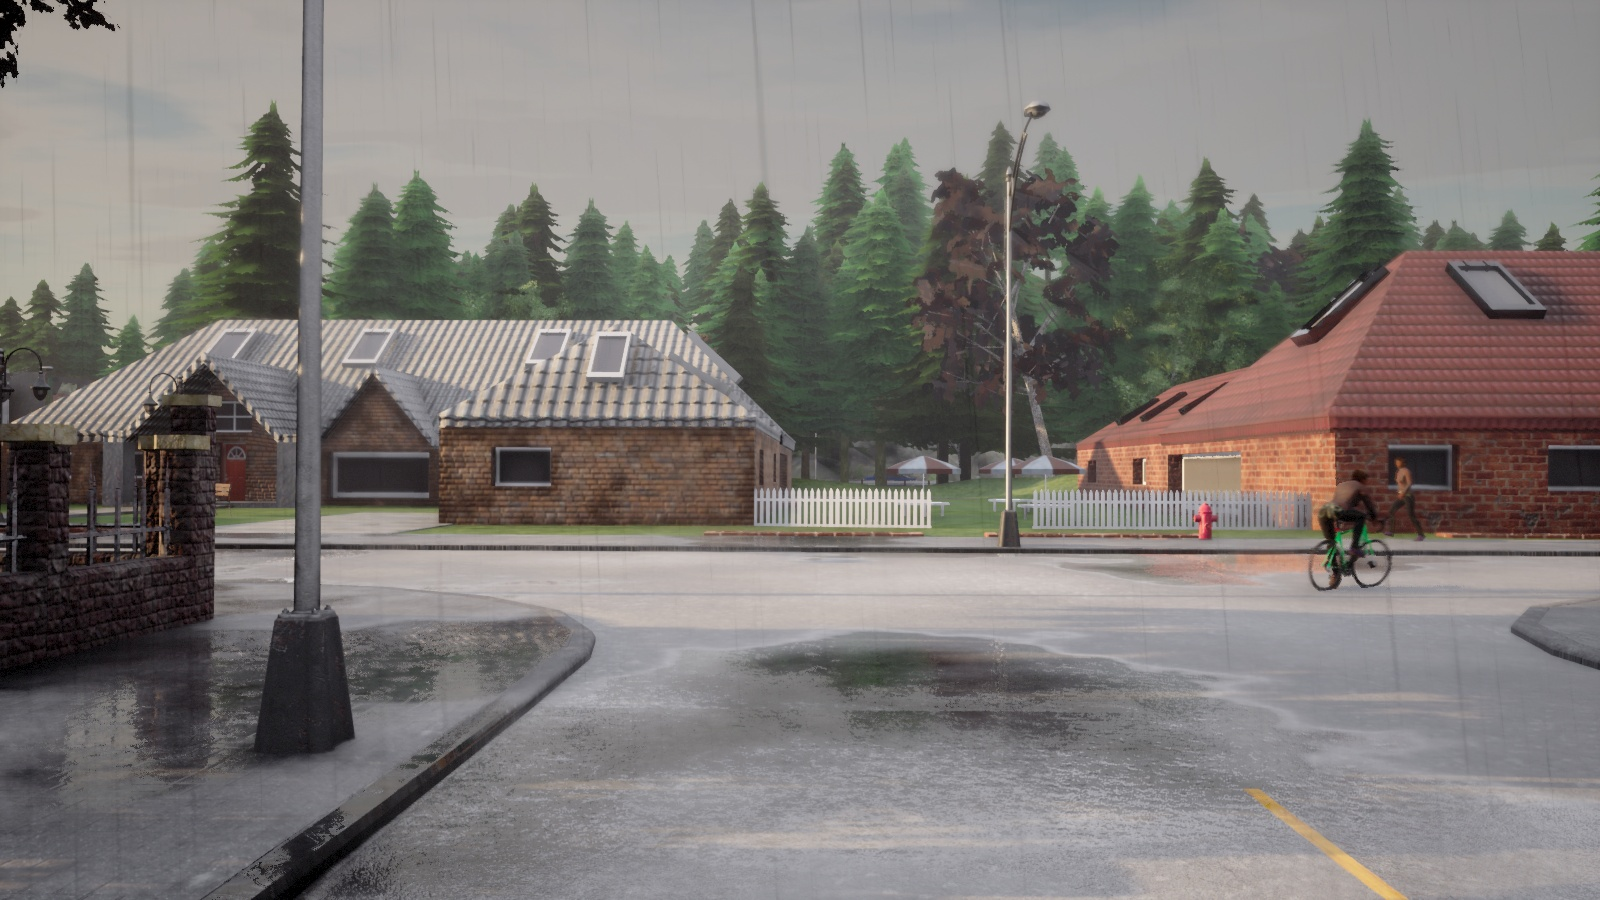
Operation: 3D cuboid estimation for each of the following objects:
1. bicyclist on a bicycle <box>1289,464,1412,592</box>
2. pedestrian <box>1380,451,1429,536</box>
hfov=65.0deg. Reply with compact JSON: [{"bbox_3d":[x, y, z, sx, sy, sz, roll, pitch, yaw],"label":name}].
[{"bbox_3d":[7.364,1.019,16.795,1.656,1.620,0.582,1,2,-30],"label":"bicyclist on a bicycle"},{"bbox_3d":[12.903,0.922,26.831,0.869,1.805,0.328,0,-1,0],"label":"pedestrian"}]
